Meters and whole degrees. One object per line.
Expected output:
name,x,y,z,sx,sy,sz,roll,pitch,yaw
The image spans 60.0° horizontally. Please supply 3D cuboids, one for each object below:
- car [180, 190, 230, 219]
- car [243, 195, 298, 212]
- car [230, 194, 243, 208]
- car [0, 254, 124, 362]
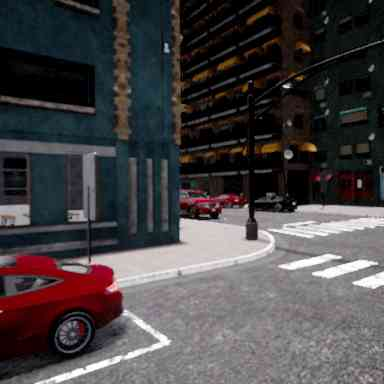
car,-0.133,0.763,22.521,2.192,1.841,5.009,0,1,-36
car,6.672,0.906,27.409,1.947,1.339,4.313,0,1,-36
car,3.403,0.842,31.919,1.802,1.307,4.206,0,1,-36
car,-2.995,1.581,4.415,4.206,1.307,1.802,-1,1,-36
